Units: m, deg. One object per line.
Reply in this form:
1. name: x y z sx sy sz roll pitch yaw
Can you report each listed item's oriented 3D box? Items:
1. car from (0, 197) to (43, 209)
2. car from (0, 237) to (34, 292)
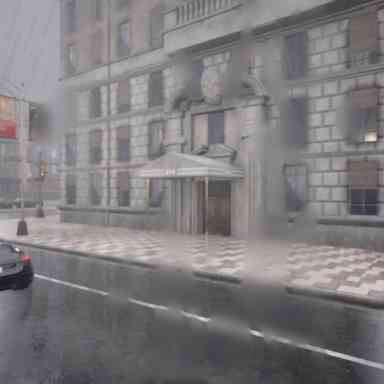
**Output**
1. car: -22.128 1.462 43.622 1.882 1.535 5.008 0 0 35
2. car: -5.605 1.561 7.842 4.181 1.385 1.994 0 0 35
